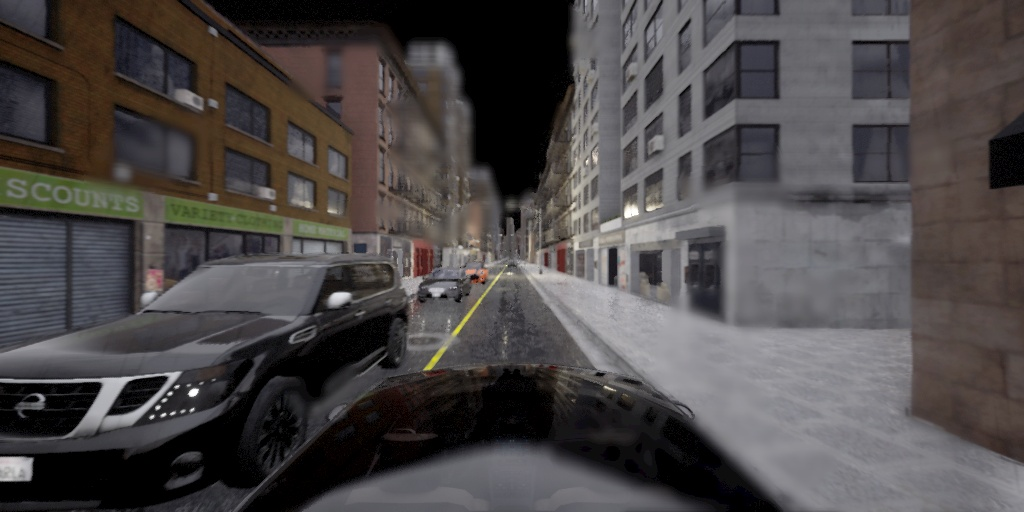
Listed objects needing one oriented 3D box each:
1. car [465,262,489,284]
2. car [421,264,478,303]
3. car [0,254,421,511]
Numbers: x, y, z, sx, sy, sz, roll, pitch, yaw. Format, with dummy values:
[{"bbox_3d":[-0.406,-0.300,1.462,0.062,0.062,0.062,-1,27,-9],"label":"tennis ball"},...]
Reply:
[{"bbox_3d":[-2.975,1.239,28.018,2.097,1.767,4.553,0,0,0],"label":"car"},{"bbox_3d":[-3.056,1.314,17.070,2.128,1.511,4.902,0,0,1],"label":"car"},{"bbox_3d":[-3.098,0.986,4.974,2.150,2.045,5.566,0,0,0],"label":"car"}]
